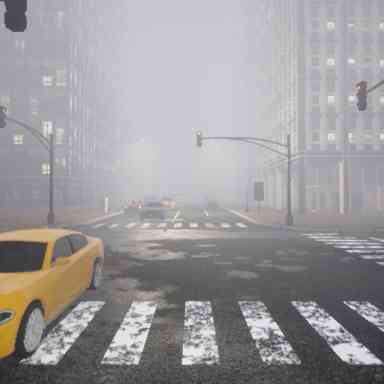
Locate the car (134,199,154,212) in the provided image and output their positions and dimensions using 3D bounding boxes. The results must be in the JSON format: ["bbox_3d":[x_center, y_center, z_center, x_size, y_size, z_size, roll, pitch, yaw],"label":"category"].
[{"bbox_3d":[-5.642,1.597,39.400,1.802,1.307,4.206,1,0,0],"label":"car"}]

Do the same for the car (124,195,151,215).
[{"bbox_3d":[-5.644,1.453,33.825,1.967,1.590,4.097,1,0,0],"label":"car"}]

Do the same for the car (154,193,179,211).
[{"bbox_3d":[-3.063,1.369,41.240,2.097,1.767,4.553,0,0,0],"label":"car"}]

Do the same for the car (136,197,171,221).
[{"bbox_3d":[-3.073,1.488,27.401,1.882,1.535,5.008,0,0,0],"label":"car"}]

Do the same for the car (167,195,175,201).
[{"bbox_3d":[-5.597,1.587,89.577,2.008,1.369,4.403,1,0,0],"label":"car"}]

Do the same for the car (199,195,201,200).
[{"bbox_3d":[2.758,1.590,61.763,1.947,1.339,4.313,1,0,0],"label":"car"}]

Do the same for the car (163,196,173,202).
[{"bbox_3d":[-5.607,1.582,78.426,2.008,1.369,4.403,1,0,0],"label":"car"}]

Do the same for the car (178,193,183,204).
[{"bbox_3d":[-2.953,1.251,63.811,2.150,2.045,5.566,0,0,0],"label":"car"}]

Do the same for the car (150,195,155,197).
[{"bbox_3d":[-5.632,1.333,44.976,2.192,1.841,5.009,1,0,0],"label":"car"}]

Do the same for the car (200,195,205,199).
[{"bbox_3d":[2.755,1.547,56.356,1.752,1.417,4.829,1,0,0],"label":"car"}]

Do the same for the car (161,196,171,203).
[{"bbox_3d":[-5.612,1.574,72.851,1.887,1.381,4.507,1,0,0],"label":"car"}]

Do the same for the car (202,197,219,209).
[{"bbox_3d":[2.743,1.599,45.030,1.802,1.307,4.206,1,0,0],"label":"car"}]

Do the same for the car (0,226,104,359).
[{"bbox_3d":[-3.094,1.480,6.202,1.882,1.535,5.008,0,0,0],"label":"car"}]
